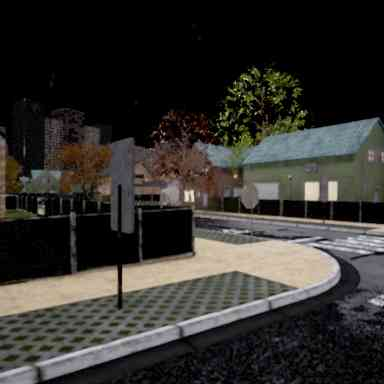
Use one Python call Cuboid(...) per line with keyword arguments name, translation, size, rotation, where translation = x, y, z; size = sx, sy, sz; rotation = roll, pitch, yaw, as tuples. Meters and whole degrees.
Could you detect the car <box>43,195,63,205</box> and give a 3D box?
Cuboid(name="car", translation=(-19.434, 1.176, 46.496), size=(1.837, 1.490, 4.892), rotation=(0, 0, -37))
